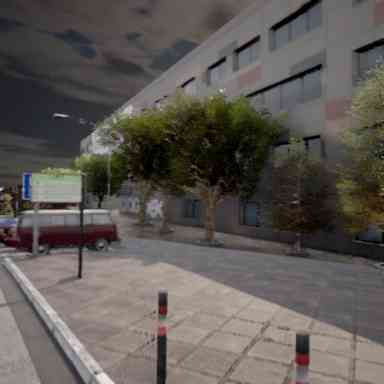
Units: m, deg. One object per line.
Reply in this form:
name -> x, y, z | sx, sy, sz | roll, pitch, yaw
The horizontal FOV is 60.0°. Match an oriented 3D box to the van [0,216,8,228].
van -> -33.906, 5.081, 56.491 | 4.442, 1.987, 1.878 | 2, -5, -34

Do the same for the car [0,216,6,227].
car -> -38.720, 5.612, 63.334 | 5.566, 2.045, 2.435 | 2, -5, -34

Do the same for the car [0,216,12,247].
car -> -10.331, 2.260, 21.963 | 5.566, 2.045, 2.435 | 2, -5, -34

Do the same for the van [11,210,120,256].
van -> -5.485, 1.799, 15.169 | 4.442, 1.987, 1.878 | 2, -4, -34

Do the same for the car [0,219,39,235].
car -> -18.178, 3.472, 33.459 | 4.792, 1.488, 2.163 | 2, -5, -34

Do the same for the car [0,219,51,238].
car -> -15.018, 3.100, 28.865 | 4.792, 1.488, 2.163 | 2, -5, -34
